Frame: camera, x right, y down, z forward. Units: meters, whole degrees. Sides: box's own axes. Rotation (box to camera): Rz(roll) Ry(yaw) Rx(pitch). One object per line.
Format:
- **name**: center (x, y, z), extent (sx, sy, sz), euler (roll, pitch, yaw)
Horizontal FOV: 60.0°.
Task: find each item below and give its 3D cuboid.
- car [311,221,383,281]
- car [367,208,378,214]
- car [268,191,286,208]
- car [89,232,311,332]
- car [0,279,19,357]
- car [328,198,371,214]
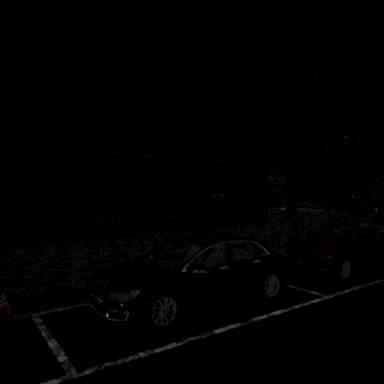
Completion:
- **car**: center (4.605, 1.592, 9.952), extent (4.507, 1.381, 1.887), euler (0, 0, -36)
- **car**: center (9.044, 1.516, 13.128), extent (4.097, 1.590, 1.967), euler (0, 0, -36)
- **car**: center (9.985, 0.870, 40.857), extent (2.150, 2.045, 5.566), euler (0, 1, -36)
- **car**: center (0.168, 1.571, 6.777), extent (4.403, 1.369, 2.008), euler (0, 0, -36)
- **car**: center (-4.270, 1.433, 3.602), extent (4.097, 1.590, 1.967), euler (0, 0, -36)
- **car**: center (15.729, 1.331, 32.857), extent (2.128, 1.511, 4.902), euler (0, 1, -36)
